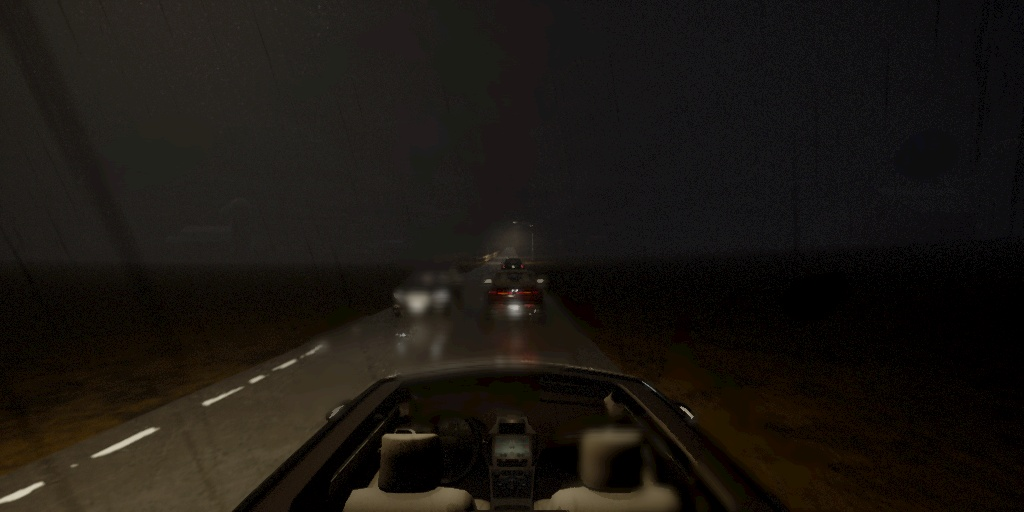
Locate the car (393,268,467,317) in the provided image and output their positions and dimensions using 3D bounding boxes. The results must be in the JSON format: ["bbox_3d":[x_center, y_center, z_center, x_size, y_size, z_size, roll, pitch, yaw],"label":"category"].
[{"bbox_3d":[-2.797,1.212,13.092,2.128,1.511,4.902,0,0,0],"label":"car"}]

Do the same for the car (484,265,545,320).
[{"bbox_3d":[0.099,1.227,12.544,1.837,1.490,4.892,0,0,0],"label":"car"}]

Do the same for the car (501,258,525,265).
[{"bbox_3d":[0.097,0.937,33.143,2.097,1.767,4.553,0,1,0],"label":"car"}]
